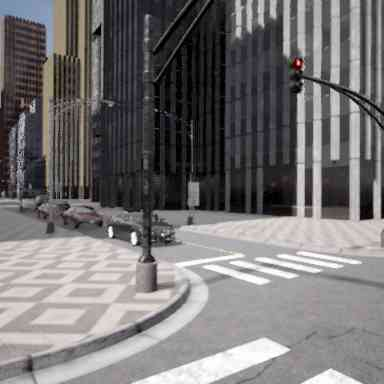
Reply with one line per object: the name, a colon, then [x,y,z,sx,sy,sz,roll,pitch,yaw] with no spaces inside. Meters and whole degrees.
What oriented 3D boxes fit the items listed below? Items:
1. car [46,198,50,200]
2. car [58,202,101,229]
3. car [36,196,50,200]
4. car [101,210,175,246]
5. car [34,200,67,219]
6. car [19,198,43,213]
car: [-16.657,1.838,41.971,1.837,1.490,4.892,1,-1,-34]
car: [-7.910,1.728,23.904,1.812,1.442,4.674,1,-1,-35]
car: [-22.635,1.607,50.491,2.150,2.045,5.566,1,-1,-35]
car: [-2.616,1.656,16.307,1.837,1.490,4.892,1,-1,-34]
car: [-13.623,1.782,32.131,1.812,1.442,4.674,1,-1,-35]
car: [-20.894,1.848,42.696,1.812,1.442,4.674,1,-1,-34]
